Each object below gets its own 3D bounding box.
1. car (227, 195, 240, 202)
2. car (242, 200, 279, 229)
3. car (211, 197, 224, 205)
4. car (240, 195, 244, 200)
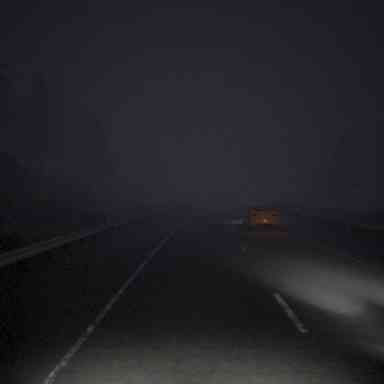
[{"bbox_3d":[9.462,1.468,78.037,2.097,1.767,4.553,0,0,14],"label":"car"},{"bbox_3d":[4.493,1.554,22.095,1.882,1.535,5.008,0,0,4],"label":"car"},{"bbox_3d":[4.783,1.685,61.901,1.882,1.535,5.008,0,0,11],"label":"car"},{"bbox_3d":[13.247,1.518,92.504,2.097,1.767,4.553,0,0,15],"label":"car"}]
